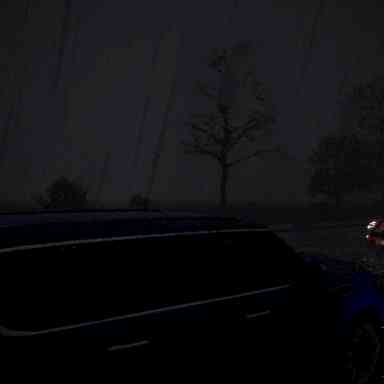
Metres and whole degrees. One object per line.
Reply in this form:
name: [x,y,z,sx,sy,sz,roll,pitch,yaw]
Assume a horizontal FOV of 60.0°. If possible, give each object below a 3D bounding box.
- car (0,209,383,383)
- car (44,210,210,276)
car: [-0.135,1.215,3.537,5.566,2.045,2.150,0,0,-35]
car: [-1.982,1.458,10.926,5.008,1.535,1.882,0,0,-33]
